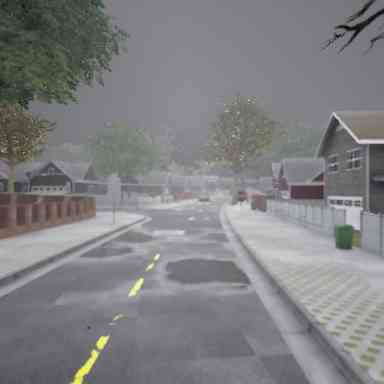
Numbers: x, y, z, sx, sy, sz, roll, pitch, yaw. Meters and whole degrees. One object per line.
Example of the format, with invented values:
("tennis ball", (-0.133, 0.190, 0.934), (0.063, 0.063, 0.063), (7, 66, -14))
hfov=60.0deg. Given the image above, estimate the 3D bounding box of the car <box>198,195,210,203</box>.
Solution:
("car", (2.422, 1.243, 64.878), (1.882, 1.535, 5.008), (0, 1, 9))
